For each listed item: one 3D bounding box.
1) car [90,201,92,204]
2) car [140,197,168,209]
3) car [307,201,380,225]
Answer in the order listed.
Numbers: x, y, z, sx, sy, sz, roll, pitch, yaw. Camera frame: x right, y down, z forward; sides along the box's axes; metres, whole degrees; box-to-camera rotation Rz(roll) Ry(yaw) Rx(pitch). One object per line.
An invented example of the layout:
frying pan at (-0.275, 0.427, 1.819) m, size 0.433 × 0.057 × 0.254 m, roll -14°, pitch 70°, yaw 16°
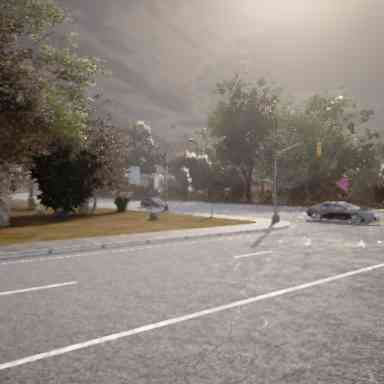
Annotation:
car at (-20.400, 1.435, 62.714) m, size 1.994 × 1.385 × 4.181 m, roll 0°, pitch 0°, yaw -38°
car at (-4.946, 1.449, 43.262) m, size 1.837 × 1.490 × 4.892 m, roll 0°, pitch 1°, yaw -38°
car at (10.621, 1.440, 23.670) m, size 2.128 × 1.511 × 4.902 m, roll 0°, pitch 0°, yaw -38°
